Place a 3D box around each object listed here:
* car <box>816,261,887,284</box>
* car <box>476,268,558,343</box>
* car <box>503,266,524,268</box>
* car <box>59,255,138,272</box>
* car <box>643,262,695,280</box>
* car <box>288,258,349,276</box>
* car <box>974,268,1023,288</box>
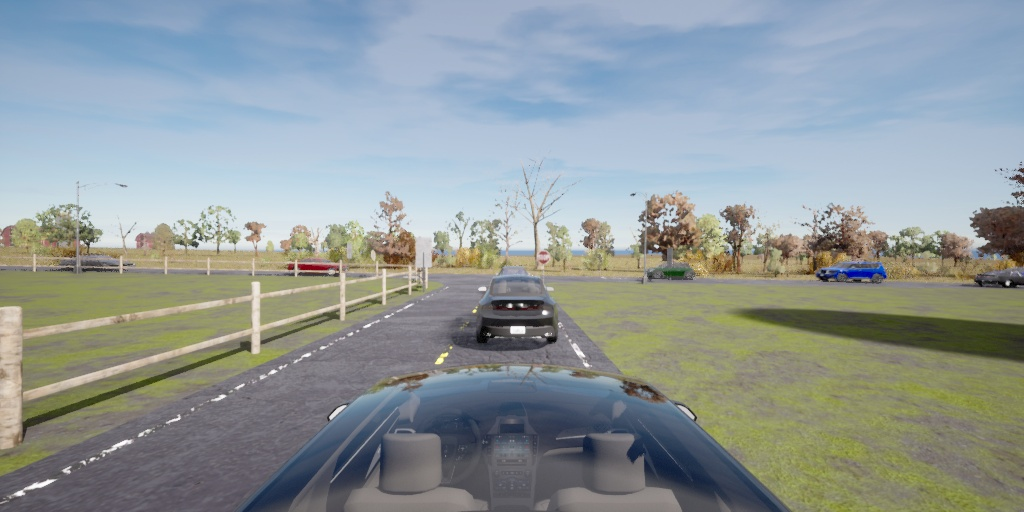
[{"bbox_3d":[32.921,1.552,34.829,5.566,2.045,2.150,1,1,0],"label":"car"},{"bbox_3d":[0.118,1.252,9.678,1.837,1.490,4.892,0,0,0],"label":"car"},{"bbox_3d":[0.058,1.292,20.591,2.033,1.411,5.357,0,0,-2],"label":"car"},{"bbox_3d":[-37.102,0.628,32.183,5.357,1.411,2.033,1,1,0],"label":"car"},{"bbox_3d":[15.208,1.371,34.904,4.553,1.767,2.097,1,1,0],"label":"car"},{"bbox_3d":[-17.286,0.940,32.095,5.008,1.535,1.882,2,1,0],"label":"car"},{"bbox_3d":[44.389,2.067,31.890,4.902,1.511,2.128,1,1,1],"label":"car"}]
